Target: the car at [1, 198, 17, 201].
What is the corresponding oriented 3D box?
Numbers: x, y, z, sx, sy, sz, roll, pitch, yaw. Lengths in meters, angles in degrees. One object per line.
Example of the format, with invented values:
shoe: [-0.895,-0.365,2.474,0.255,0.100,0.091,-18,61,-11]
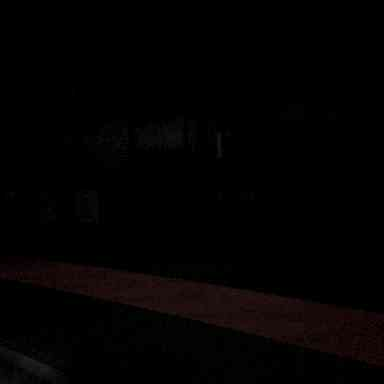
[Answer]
car: [-17.804,1.346,32.378,1.837,1.490,4.892,0,0,23]
